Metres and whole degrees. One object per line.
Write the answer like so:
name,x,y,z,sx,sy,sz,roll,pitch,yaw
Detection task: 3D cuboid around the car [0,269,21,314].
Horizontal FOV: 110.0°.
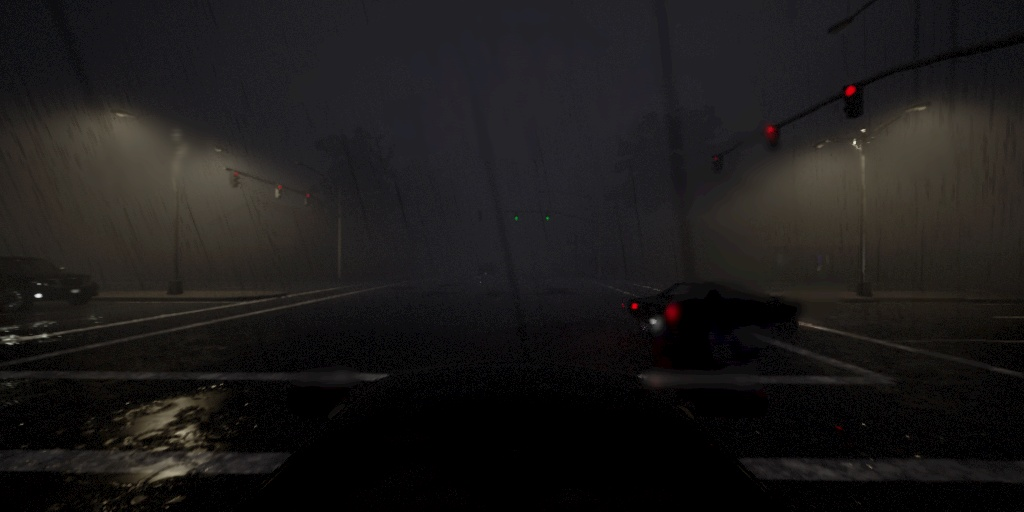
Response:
car,-18.368,1.265,10.616,5.008,1.535,1.882,0,0,1

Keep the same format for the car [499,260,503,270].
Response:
car,-2.736,1.474,51.416,1.882,1.535,5.008,0,0,1

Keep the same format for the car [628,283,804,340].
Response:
car,5.706,1.394,9.936,4.718,1.301,1.895,0,0,-21

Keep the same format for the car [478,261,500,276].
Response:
car,-2.837,1.495,41.603,2.033,1.411,5.357,0,0,0

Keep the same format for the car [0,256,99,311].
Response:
car,-19.936,1.025,14.162,5.566,2.045,2.150,0,0,1
